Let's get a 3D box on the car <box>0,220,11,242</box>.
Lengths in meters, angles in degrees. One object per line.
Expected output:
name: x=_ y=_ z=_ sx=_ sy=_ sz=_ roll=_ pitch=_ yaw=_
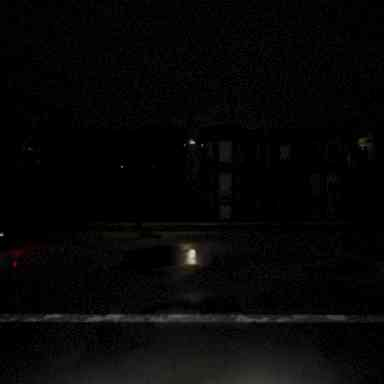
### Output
car: x=-9.884 y=1.511 z=13.843 sx=4.674 sy=1.442 sz=1.812 roll=0 pitch=0 yaw=13
